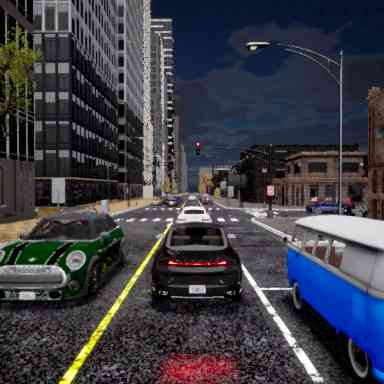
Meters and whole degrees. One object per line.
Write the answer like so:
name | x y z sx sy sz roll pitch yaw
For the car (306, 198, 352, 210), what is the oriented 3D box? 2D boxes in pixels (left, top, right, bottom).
car | 14.851 1.684 36.881 4.181 1.385 1.994 1 1 1

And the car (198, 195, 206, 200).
car | 2.766 1.531 93.607 2.008 1.369 4.403 -1 0 0

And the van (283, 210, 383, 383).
van | 2.680 1.340 5.122 1.690 1.788 3.998 -1 0 0

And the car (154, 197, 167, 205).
car | -5.613 1.551 59.805 1.947 1.339 4.313 -1 0 0

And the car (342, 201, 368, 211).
car | 16.446 1.793 31.065 4.313 1.339 1.947 1 0 1

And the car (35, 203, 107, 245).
car | -5.688 1.435 16.214 1.967 1.590 4.097 -1 0 0

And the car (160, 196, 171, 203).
car | -5.602 1.549 71.094 1.947 1.339 4.313 -1 0 0

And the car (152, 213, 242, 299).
car | 0.105 1.502 8.414 1.837 1.490 4.892 0 0 0

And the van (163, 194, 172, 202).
van | -5.600 1.323 76.738 1.690 1.788 3.998 -1 0 0

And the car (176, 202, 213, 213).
car | 0.111 1.520 18.770 1.812 1.442 4.674 0 0 0

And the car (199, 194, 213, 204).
car | 2.733 1.425 59.743 1.967 1.590 4.097 -1 0 0

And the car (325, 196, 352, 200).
car | 16.563 1.411 39.441 5.009 1.841 2.192 1 0 1

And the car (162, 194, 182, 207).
car | -3.042 1.478 52.082 2.128 1.511 4.902 0 0 0

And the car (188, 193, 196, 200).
car | 0.085 1.257 91.058 2.097 1.767 4.553 0 0 0

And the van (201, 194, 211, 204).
van | 2.736 1.325 65.387 1.690 1.788 3.998 -1 0 0

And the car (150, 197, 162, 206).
car | -5.789 1.512 53.992 1.752 1.417 4.829 -1 0 0

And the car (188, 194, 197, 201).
car | 0.075 1.504 81.055 1.812 1.442 4.674 0 0 0

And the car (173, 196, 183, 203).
car | -2.933 1.536 71.094 1.994 1.385 4.181 0 0 0

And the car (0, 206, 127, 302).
car | -3.086 1.349 8.480 2.097 1.767 4.553 0 0 0
